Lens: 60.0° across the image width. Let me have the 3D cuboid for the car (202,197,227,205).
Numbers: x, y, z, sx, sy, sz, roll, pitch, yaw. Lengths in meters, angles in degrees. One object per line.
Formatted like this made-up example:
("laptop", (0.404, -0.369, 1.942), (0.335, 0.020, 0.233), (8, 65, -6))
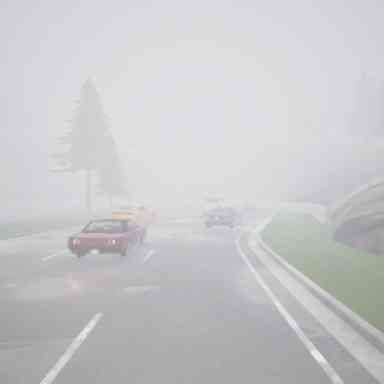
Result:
("car", (2.609, 1.544, 36.997), (2.150, 2.045, 5.566), (0, 0, 14))

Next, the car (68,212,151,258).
("car", (-3.119, 1.717, 13.335), (1.895, 1.301, 4.718), (0, 0, 3))

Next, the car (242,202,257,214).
("car", (6.626, 1.896, 40.069), (2.033, 1.411, 5.357), (0, -1, 4))

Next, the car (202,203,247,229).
("car", (2.315, 1.752, 23.507), (2.033, 1.411, 5.357), (0, -1, 17))

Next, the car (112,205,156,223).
("car", (-4.320, 1.697, 25.252), (1.882, 1.535, 5.008), (0, -1, 15))
